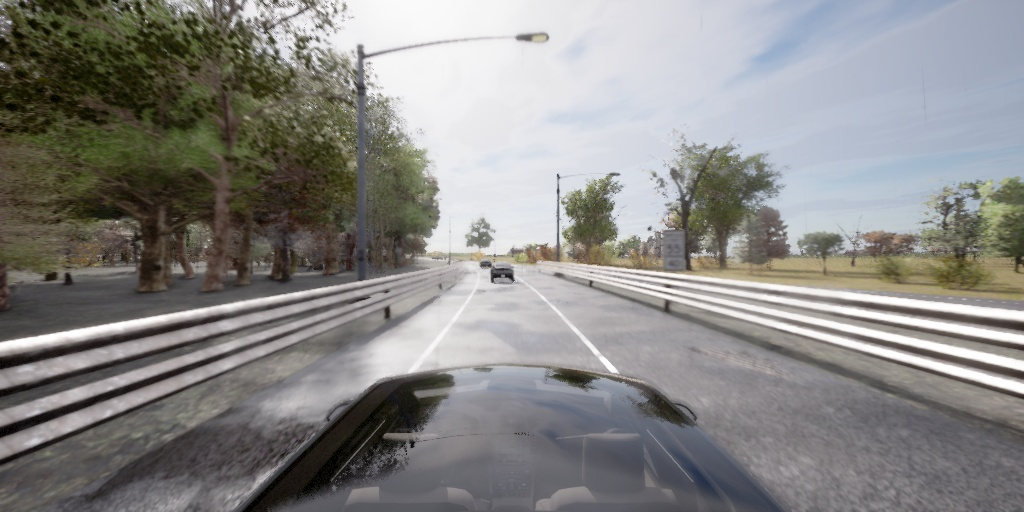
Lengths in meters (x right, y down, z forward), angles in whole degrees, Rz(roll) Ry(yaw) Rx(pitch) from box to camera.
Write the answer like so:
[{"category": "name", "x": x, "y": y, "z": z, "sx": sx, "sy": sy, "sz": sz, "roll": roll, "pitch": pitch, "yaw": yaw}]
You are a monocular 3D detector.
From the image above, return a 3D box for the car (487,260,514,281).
[{"category": "car", "x": -0.883, "y": 1.261, "z": 29.817, "sx": 1.837, "sy": 1.490, "sz": 4.892, "roll": 0, "pitch": 0, "yaw": -4}]

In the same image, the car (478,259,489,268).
[{"category": "car", "x": -4.582, "y": 1.269, "z": 61.123, "sx": 1.837, "sy": 1.490, "sz": 4.892, "roll": 0, "pitch": 0, "yaw": -10}]
